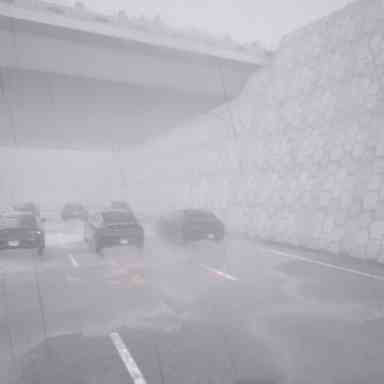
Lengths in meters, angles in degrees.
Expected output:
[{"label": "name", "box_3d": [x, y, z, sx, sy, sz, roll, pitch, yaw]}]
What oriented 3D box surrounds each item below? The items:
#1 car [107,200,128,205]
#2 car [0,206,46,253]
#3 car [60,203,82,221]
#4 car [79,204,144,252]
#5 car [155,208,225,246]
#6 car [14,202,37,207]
[{"label": "car", "box_3d": [-6.672, 1.509, 29.141, 1.837, 1.490, 4.892, 0, 0, -25]}, {"label": "car", "box_3d": [-6.859, 1.531, 13.163, 1.812, 1.442, 4.674, 0, 0, -25]}, {"label": "car", "box_3d": [-9.941, 1.572, 27.875, 1.994, 1.385, 4.181, 0, 0, -25]}, {"label": "car", "box_3d": [-3.424, 1.508, 14.072, 1.837, 1.490, 4.892, 0, 0, -25]}, {"label": "car", "box_3d": [-0.258, 1.503, 15.563, 1.837, 1.490, 4.892, 0, 0, -25]}, {"label": "car", "box_3d": [-13.270, 1.537, 26.738, 1.812, 1.442, 4.674, 0, 0, -25]}]
